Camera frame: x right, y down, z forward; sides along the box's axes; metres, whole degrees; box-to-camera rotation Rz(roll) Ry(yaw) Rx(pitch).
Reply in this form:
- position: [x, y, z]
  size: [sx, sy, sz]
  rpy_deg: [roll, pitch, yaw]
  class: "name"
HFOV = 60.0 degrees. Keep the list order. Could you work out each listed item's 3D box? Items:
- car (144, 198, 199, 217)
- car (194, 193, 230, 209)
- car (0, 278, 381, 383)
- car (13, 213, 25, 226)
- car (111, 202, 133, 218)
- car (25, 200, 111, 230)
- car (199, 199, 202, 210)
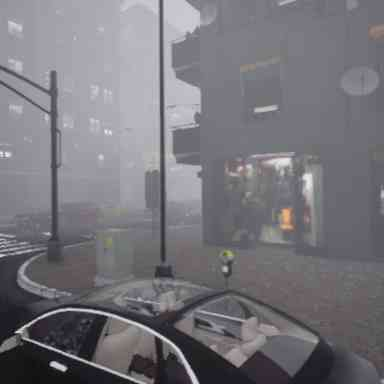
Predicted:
- position: [-2.003, 1.444, 30.464]
  size: [2.033, 1.411, 5.357]
  rpy_deg: [-1, 0, 35]
  class: "car"
- position: [2.588, 1.085, 41.561]
  size: [2.192, 1.841, 5.009]
  rpy_deg: [0, 1, 35]
  class: "car"
- position: [-0.584, 1.580, 3.289]
  size: [4.403, 1.369, 2.008]
  rpy_deg: [-1, -1, 35]
  class: "car"
- position: [-10.152, 1.624, 23.298]
  size: [2.008, 1.369, 4.403]
  rpy_deg: [0, 1, 35]
  class: "car"
- position: [-7.064, 1.525, 27.725]
  size: [1.752, 1.417, 4.829]
  rpy_deg: [0, 1, 35]
  class: "car"
- position: [-8.004, 1.392, 21.838]
  size: [2.097, 1.767, 4.553]
  rpy_deg: [-1, 0, 34]
  class: "car"
- position: [-0.596, 1.390, 36.997]
  size: [1.887, 1.381, 4.507]
  rpy_deg: [0, 1, 35]
  class: "car"
